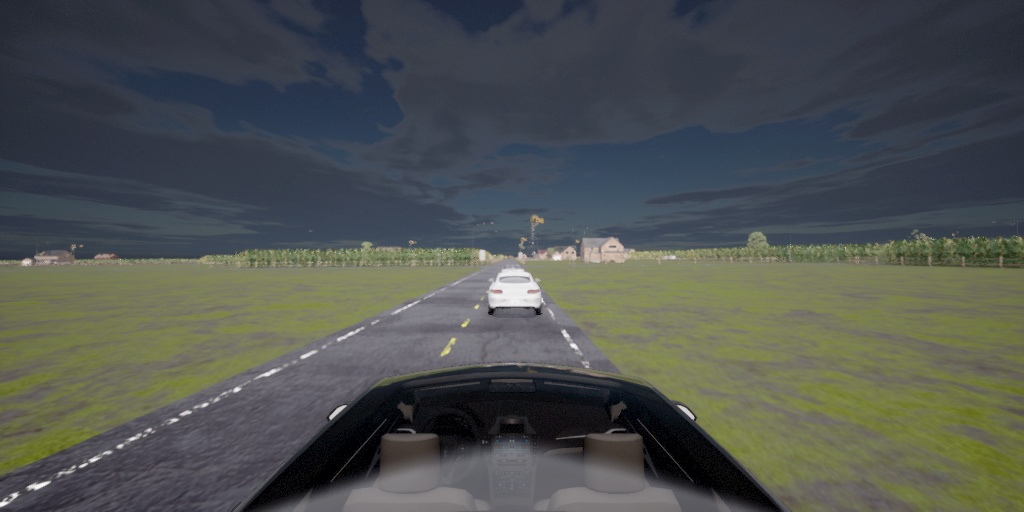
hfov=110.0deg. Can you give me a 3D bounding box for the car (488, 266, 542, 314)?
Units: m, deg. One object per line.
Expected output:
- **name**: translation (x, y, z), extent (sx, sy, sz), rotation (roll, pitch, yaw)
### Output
- **car**: translation (0.093, 1.282, 13.613), extent (1.812, 1.442, 4.674), rotation (0, 0, 0)

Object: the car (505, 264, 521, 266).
- **car**: translation (0.086, 1.374, 30.915), extent (1.895, 1.301, 4.718), rotation (0, 0, 0)
